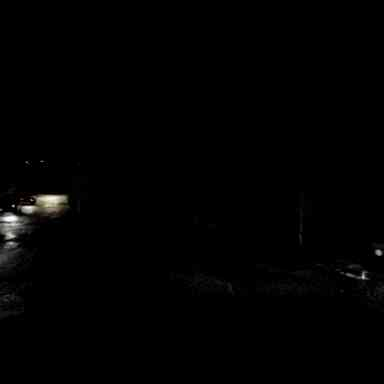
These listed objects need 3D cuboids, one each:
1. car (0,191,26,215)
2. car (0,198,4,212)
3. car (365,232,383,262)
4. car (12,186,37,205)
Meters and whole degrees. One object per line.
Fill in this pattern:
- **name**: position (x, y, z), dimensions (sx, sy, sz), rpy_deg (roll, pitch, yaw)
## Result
- **car**: position (-14.121, 0.911, 25.341), dimensions (1.812, 1.442, 4.674), rpy_deg (2, 0, -21)
- **car**: position (-9.360, 1.155, 13.722), dimensions (2.033, 1.411, 5.357), rpy_deg (2, 0, -24)
- **car**: position (8.240, 1.743, 11.401), dimensions (4.902, 1.511, 2.128), rpy_deg (2, 1, -20)
- **car**: position (-18.851, 0.378, 37.598), dimensions (2.150, 2.045, 5.566), rpy_deg (2, 0, -21)
